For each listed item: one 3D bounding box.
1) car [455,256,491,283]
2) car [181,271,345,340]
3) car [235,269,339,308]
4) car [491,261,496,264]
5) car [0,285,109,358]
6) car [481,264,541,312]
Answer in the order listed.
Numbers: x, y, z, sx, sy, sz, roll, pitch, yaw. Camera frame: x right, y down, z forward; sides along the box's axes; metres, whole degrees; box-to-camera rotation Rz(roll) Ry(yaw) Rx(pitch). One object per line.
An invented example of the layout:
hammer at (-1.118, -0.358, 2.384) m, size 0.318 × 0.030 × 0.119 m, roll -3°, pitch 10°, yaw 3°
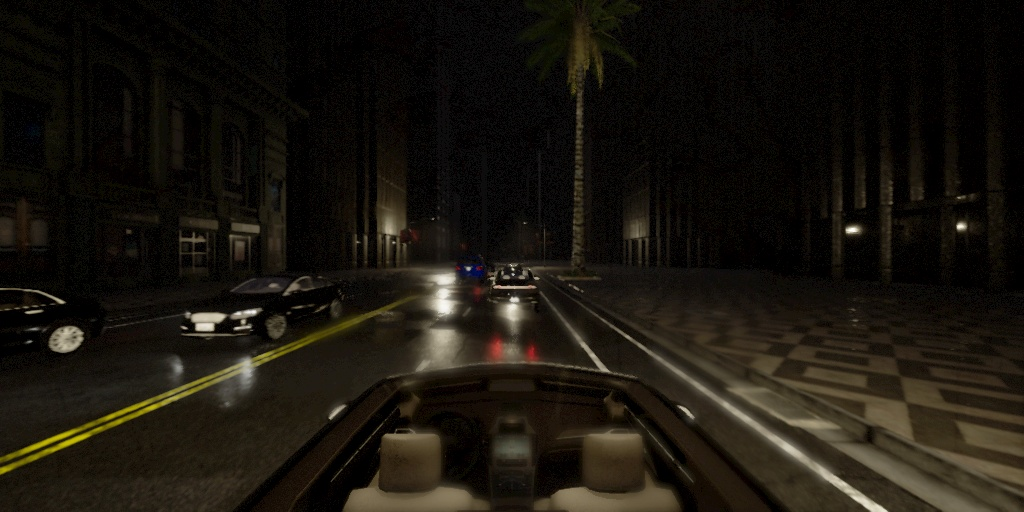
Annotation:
car at (-3.148, 1.038, 28.587) m, size 2.150 × 2.045 × 5.566 m, roll 0°, pitch 0°, yaw 0°
car at (-6.520, 1.263, 10.093) m, size 2.128 × 1.511 × 4.902 m, roll 0°, pitch 0°, yaw 1°
car at (-9.749, 1.348, 16.007) m, size 1.994 × 1.385 × 4.181 m, roll 0°, pitch 0°, yaw 0°
car at (-3.149, 1.368, 47.641) m, size 1.837 × 1.490 × 4.892 m, roll 0°, pitch 0°, yaw 0°
car at (-9.828, 1.266, 5.807) m, size 1.837 × 1.490 × 4.892 m, roll 0°, pitch 0°, yaw 0°
car at (0.100, 1.273, 14.516) m, size 2.128 × 1.511 × 4.902 m, roll 0°, pitch 0°, yaw 0°
